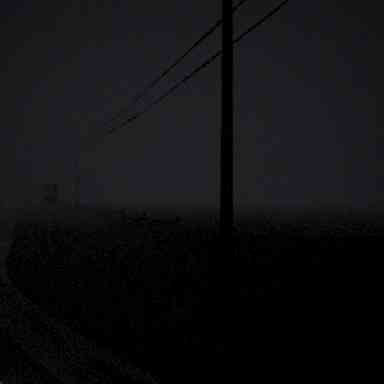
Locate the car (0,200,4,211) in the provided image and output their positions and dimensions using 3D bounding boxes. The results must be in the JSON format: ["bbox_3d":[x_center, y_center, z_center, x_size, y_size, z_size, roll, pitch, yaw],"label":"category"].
[{"bbox_3d":[-28.500,1.922,48.334,2.128,1.511,4.902,1,-1,-27],"label":"car"}]
